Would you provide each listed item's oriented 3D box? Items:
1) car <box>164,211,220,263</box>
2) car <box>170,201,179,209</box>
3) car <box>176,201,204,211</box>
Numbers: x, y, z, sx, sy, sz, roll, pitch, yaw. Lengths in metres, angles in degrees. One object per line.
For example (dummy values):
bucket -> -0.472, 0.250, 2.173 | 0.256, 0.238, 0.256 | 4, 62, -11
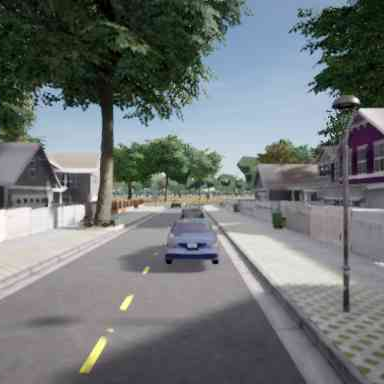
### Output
car -> 0.016, 1.676, 12.511 | 2.033, 1.411, 5.357 | 0, -1, 0
car -> -2.743, 2.180, 58.039 | 1.895, 1.301, 4.718 | 0, -1, 1
car -> 0.037, 1.781, 28.500 | 2.128, 1.511, 4.902 | 0, 0, 1
